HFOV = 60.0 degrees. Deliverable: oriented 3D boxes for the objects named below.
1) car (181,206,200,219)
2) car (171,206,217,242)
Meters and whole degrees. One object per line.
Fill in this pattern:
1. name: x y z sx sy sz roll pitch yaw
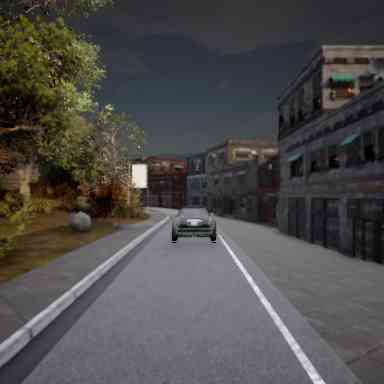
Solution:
1. car: -0.215 2.313 38.486 1.895 1.301 4.718 0 -1 -5
2. car: 0.095 1.494 17.165 2.097 1.767 4.553 0 -1 0
